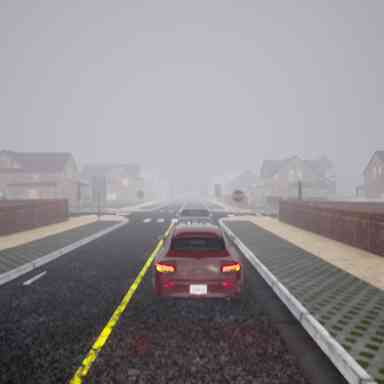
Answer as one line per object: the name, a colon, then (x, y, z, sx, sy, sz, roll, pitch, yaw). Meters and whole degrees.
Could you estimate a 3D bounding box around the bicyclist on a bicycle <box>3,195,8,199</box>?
bicyclist on a bicycle: (-20.084, 1.113, 35.774, 0.582, 1.620, 1.656, 0, 1, 0)

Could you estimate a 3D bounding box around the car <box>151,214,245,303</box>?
car: (0.119, 1.504, 8.022, 1.812, 1.442, 4.674, 0, 0, 0)

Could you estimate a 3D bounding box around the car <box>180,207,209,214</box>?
car: (0.136, 1.501, 17.513, 2.033, 1.411, 5.357, 0, 0, 0)
